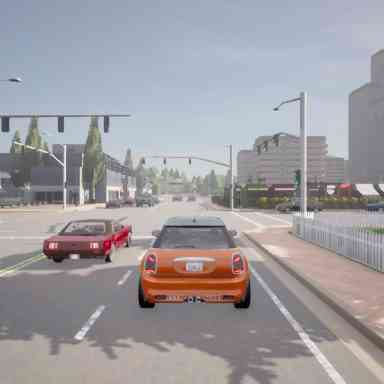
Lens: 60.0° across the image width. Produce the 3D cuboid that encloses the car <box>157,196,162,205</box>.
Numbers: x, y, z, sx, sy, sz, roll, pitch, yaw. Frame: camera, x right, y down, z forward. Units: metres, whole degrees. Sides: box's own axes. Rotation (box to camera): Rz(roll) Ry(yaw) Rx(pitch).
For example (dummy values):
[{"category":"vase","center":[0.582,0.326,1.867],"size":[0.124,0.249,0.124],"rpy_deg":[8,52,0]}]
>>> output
[{"category":"car","center":[-7.111,1.564,60.520],"size":[1.994,1.385,4.181],"rpy_deg":[0,0,0]}]

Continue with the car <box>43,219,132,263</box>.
[{"category":"car","center":[-3.424,1.601,11.949],"size":[1.895,1.301,4.718],"rpy_deg":[0,0,0]}]

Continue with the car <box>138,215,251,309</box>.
[{"category":"car","center":[0.059,1.352,8.056],"size":[2.097,1.767,4.553],"rpy_deg":[0,0,0]}]

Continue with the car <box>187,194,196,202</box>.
[{"category":"car","center":[-0.051,1.531,77.391],"size":[2.033,1.411,5.357],"rpy_deg":[0,0,0]}]

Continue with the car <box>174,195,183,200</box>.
[{"category":"car","center":[-3.557,1.425,87.663],"size":[1.994,1.385,4.181],"rpy_deg":[0,0,0]}]

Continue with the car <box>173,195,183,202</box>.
[{"category":"car","center":[-3.551,1.513,77.708],"size":[1.812,1.442,4.674],"rpy_deg":[0,0,0]}]

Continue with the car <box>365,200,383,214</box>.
[{"category":"car","center":[20.893,1.478,34.962],"size":[5.008,1.535,1.882],"rpy_deg":[0,0,-2]}]

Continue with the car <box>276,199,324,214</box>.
[{"category":"car","center":[11.249,1.491,34.718],"size":[4.902,1.511,2.128],"rpy_deg":[0,0,-2]}]

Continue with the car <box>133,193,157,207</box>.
[{"category":"car","center":[-7.129,1.221,51.114],"size":[2.150,2.045,5.566],"rpy_deg":[0,0,1]}]

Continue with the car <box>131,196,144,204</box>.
[{"category":"car","center":[-10.588,1.564,64.997],"size":[1.994,1.385,4.181],"rpy_deg":[0,0,0]}]

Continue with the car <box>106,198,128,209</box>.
[{"category":"car","center":[-10.628,1.564,46.287],"size":[1.994,1.385,4.181],"rpy_deg":[0,0,0]}]

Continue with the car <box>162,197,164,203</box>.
[{"category":"car","center":[-7.046,1.524,70.845],"size":[1.812,1.442,4.674],"rpy_deg":[0,0,0]}]

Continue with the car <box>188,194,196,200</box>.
[{"category":"car","center":[-0.057,1.398,87.667],"size":[2.128,1.511,4.902],"rpy_deg":[0,0,0]}]

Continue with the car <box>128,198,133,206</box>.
[{"category":"car","center":[-10.622,1.601,55.049],"size":[1.895,1.301,4.718],"rpy_deg":[0,0,0]}]
